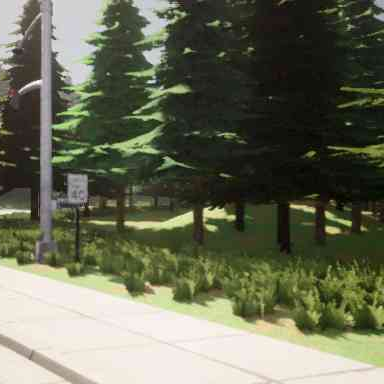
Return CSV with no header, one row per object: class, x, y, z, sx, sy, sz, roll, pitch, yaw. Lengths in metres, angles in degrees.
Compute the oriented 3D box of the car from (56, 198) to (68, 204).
car,-17.158,1.497,44.687,1.882,1.535,5.008,0,0,33
